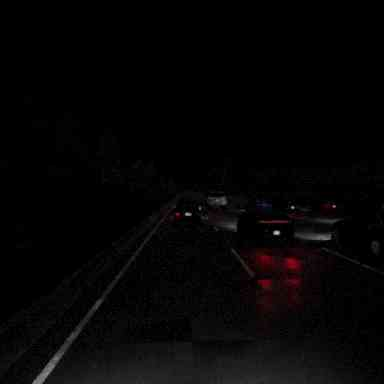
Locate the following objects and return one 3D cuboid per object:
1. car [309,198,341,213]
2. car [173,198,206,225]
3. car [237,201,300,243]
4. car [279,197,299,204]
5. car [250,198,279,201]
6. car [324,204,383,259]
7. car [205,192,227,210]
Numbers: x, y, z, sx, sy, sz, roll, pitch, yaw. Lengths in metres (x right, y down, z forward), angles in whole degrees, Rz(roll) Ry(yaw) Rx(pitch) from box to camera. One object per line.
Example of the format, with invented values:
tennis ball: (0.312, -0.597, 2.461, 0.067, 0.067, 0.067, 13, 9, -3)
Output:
car: (13.429, 1.310, 33.507, 1.994, 1.385, 4.181, 0, 0, -1)
car: (-0.350, 1.407, 22.831, 2.033, 1.411, 5.357, 0, 0, -1)
car: (3.294, 1.384, 15.540, 2.128, 1.511, 4.902, 0, 0, -1)
car: (9.892, 1.253, 35.271, 1.837, 1.490, 4.892, 0, 0, -1)
car: (6.451, 1.325, 32.380, 2.033, 1.411, 5.357, 0, 0, -1)
car: (6.854, 1.405, 12.176, 1.837, 1.490, 4.892, 0, 0, -1)
car: (2.798, 0.967, 39.578, 2.150, 2.045, 5.566, 0, 0, -1)
